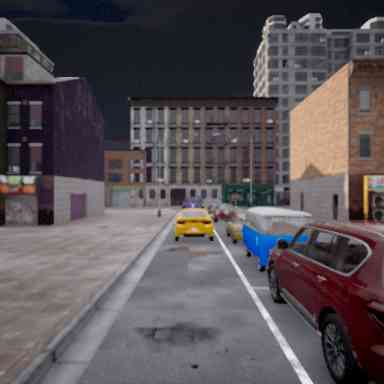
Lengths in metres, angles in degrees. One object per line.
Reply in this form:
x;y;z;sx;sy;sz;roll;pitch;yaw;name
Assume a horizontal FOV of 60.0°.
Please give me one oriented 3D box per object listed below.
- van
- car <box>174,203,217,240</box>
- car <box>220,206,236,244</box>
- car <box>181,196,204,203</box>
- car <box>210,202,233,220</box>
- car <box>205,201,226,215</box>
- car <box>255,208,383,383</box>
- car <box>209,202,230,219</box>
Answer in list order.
2.634;1.415;10.795;1.690;1.788;3.998;0;0;0;van
0.100;1.598;17.723;1.882;1.535;5.008;0;0;0;car
2.635;1.638;16.440;1.752;1.417;4.829;0;0;0;car
0.099;1.455;34.590;2.150;2.045;5.566;0;0;0;car
2.634;1.625;27.221;1.967;1.590;4.097;0;0;0;car
2.634;1.809;38.171;2.008;1.369;4.403;0;0;0;car
2.634;1.352;5.320;2.192;1.841;5.009;0;0;0;car
2.634;1.748;32.866;1.752;1.417;4.829;0;0;0;car
